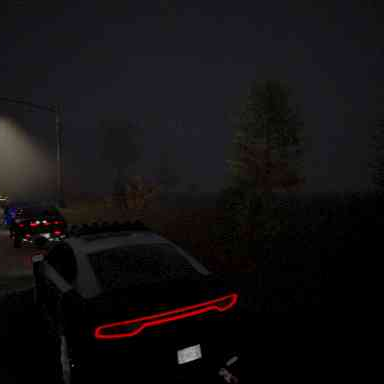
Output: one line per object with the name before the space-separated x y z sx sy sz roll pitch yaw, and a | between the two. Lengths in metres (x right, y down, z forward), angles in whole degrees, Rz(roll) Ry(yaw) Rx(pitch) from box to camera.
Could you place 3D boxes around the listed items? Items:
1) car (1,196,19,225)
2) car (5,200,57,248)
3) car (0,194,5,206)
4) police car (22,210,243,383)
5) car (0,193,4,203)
car | -9.568 1.184 18.961 1.882 1.535 5.008 -2 2 -31
car | -6.470 1.277 13.821 1.837 1.490 4.892 -2 2 -31
car | -21.777 0.984 37.254 2.128 1.511 4.902 -2 2 -30
police car | -1.366 1.300 5.348 1.930 1.638 5.238 -2 2 -31
car | -28.457 0.860 48.252 1.812 1.442 4.674 -2 2 -31
